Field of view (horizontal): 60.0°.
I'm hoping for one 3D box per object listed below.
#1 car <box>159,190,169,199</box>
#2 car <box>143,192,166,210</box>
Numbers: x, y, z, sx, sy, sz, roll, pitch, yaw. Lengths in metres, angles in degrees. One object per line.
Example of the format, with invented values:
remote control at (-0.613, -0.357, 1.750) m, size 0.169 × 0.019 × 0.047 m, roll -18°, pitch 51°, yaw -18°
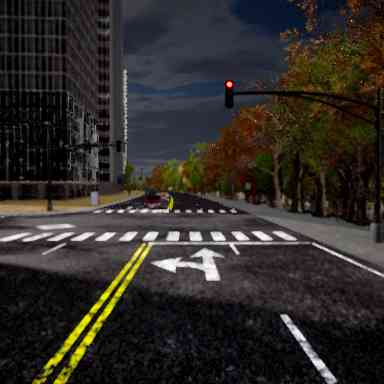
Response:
car at (-5.349, 0.398, 61.307) m, size 2.097 × 1.767 × 4.553 m, roll 0°, pitch 1°, yaw -4°
car at (-3.903, 1.039, 34.037) m, size 1.812 × 1.442 × 4.674 m, roll 0°, pitch 2°, yaw -2°
